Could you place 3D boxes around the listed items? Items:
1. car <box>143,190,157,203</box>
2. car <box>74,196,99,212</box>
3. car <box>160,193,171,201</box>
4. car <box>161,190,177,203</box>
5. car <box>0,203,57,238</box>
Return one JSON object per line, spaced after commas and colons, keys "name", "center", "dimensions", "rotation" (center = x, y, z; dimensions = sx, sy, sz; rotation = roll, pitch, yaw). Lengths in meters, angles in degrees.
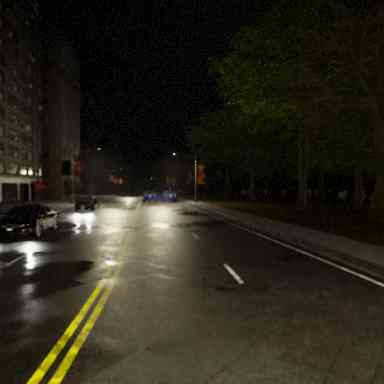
{"name": "car", "center": [-6.984, 0.733, 55.252], "dimensions": [2.150, 2.045, 5.566], "rotation": [0, 1, -8]}
{"name": "car", "center": [-10.583, 1.191, 33.642], "dimensions": [2.128, 1.511, 4.902], "rotation": [0, 1, -8]}
{"name": "car", "center": [-5.223, 0.926, 65.998], "dimensions": [1.837, 1.490, 4.892], "rotation": [0, 1, -8]}
{"name": "car", "center": [-3.766, 0.740, 55.707], "dimensions": [2.150, 2.045, 5.566], "rotation": [0, 1, -8]}
{"name": "car", "center": [-8.210, 1.369, 16.763], "dimensions": [1.837, 1.490, 4.892], "rotation": [0, 0, -8]}
